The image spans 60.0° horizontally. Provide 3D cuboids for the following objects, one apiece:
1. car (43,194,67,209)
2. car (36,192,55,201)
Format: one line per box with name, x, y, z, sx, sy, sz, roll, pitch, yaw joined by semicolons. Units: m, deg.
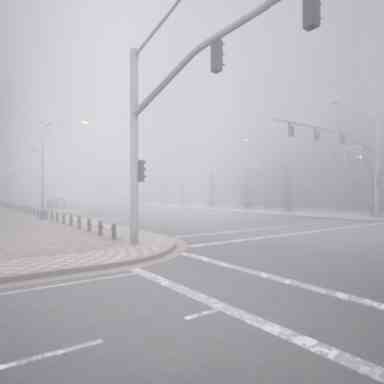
car;-17.959;1.432;44.171;2.128;1.511;4.902;0;0;-34
car;-37.105;1.158;84.152;2.150;2.045;5.566;0;0;-35
